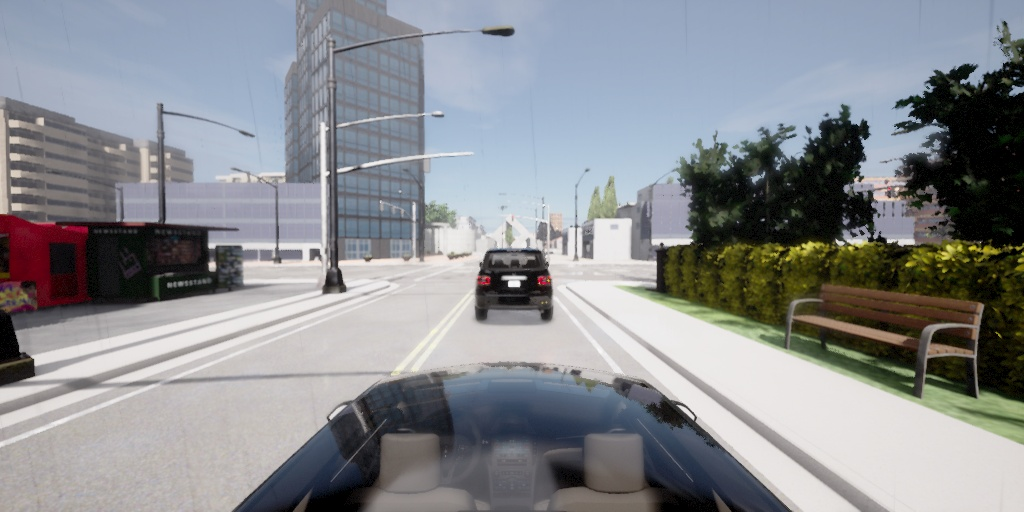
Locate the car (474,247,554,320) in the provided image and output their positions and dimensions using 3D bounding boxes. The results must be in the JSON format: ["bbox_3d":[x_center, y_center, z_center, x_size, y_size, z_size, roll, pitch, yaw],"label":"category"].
[{"bbox_3d":[0.068,0.735,11.649,2.150,2.045,5.566,0,1,0],"label":"car"}]
